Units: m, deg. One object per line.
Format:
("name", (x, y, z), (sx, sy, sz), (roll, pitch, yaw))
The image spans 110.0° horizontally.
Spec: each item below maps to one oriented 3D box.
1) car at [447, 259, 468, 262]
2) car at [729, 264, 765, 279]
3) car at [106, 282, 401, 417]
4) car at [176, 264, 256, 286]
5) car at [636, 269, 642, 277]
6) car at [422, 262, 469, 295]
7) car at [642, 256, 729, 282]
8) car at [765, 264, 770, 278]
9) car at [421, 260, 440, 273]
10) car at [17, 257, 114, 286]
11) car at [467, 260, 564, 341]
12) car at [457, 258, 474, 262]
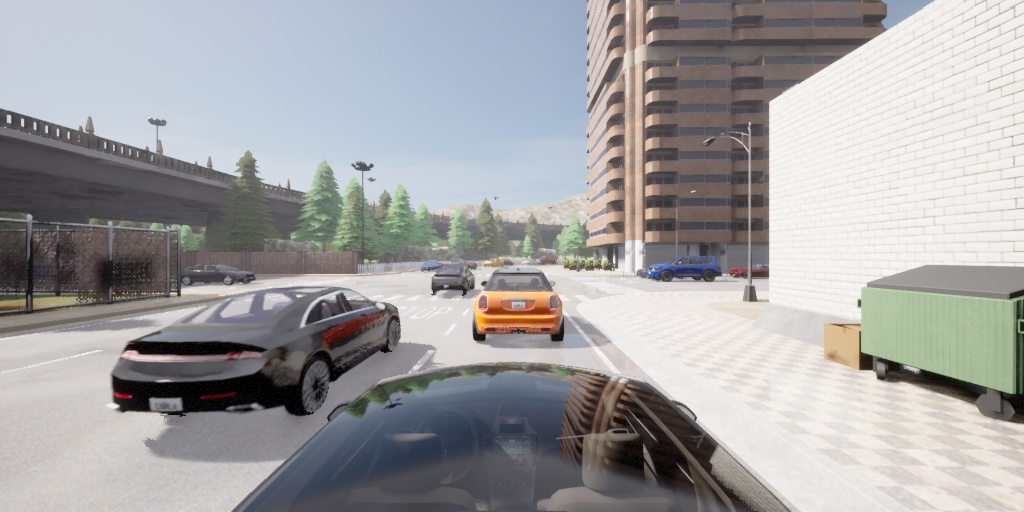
("car", (-6.587, 1.314, 41.659), (1.994, 1.385, 4.181), (0, 0, 2))
("car", (22.337, 1.406, 32.462), (4.718, 1.301, 1.895), (0, 0, 1))
("car", (-3.362, 1.241, 5.934), (2.128, 1.511, 4.902), (0, 0, 1))
("car", (-21.193, 1.310, 25.788), (4.892, 1.490, 1.837), (0, 0, 1))
("car", (13.529, 1.369, 32.586), (4.181, 1.385, 1.994), (0, 0, -1))
("car", (-3.218, 1.293, 20.156), (2.128, 1.511, 4.902), (0, 0, 1))
("car", (13.926, 1.028, 29.065), (5.566, 2.045, 2.150), (0, 0, 1))
("car", (23.606, 1.331, 28.936), (4.674, 1.442, 1.812), (0, 0, 1))
("car", (-9.937, 1.228, 44.844), (1.882, 1.535, 5.008), (0, 0, 3))
("car", (-32.022, 1.026, 25.917), (5.566, 2.045, 2.150), (0, 0, 1))
("car", (0.167, 1.102, 10.004), (2.097, 1.767, 4.553), (0, 0, 1))
("car", (-6.227, 1.351, 50.412), (1.895, 1.301, 4.718), (0, 0, 5))
